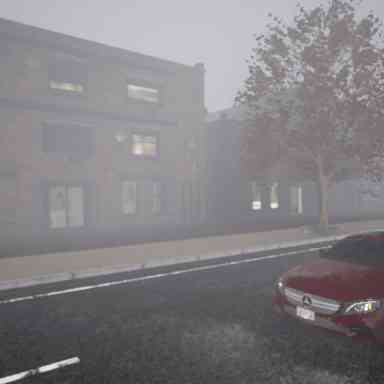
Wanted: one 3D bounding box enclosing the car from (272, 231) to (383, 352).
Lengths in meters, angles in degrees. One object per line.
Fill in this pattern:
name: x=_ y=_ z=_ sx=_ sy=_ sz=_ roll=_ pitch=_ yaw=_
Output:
car: x=3.553 y=1.517 z=6.223 sx=4.674 sy=1.442 sz=1.812 roll=0 pitch=0 yaw=-36
